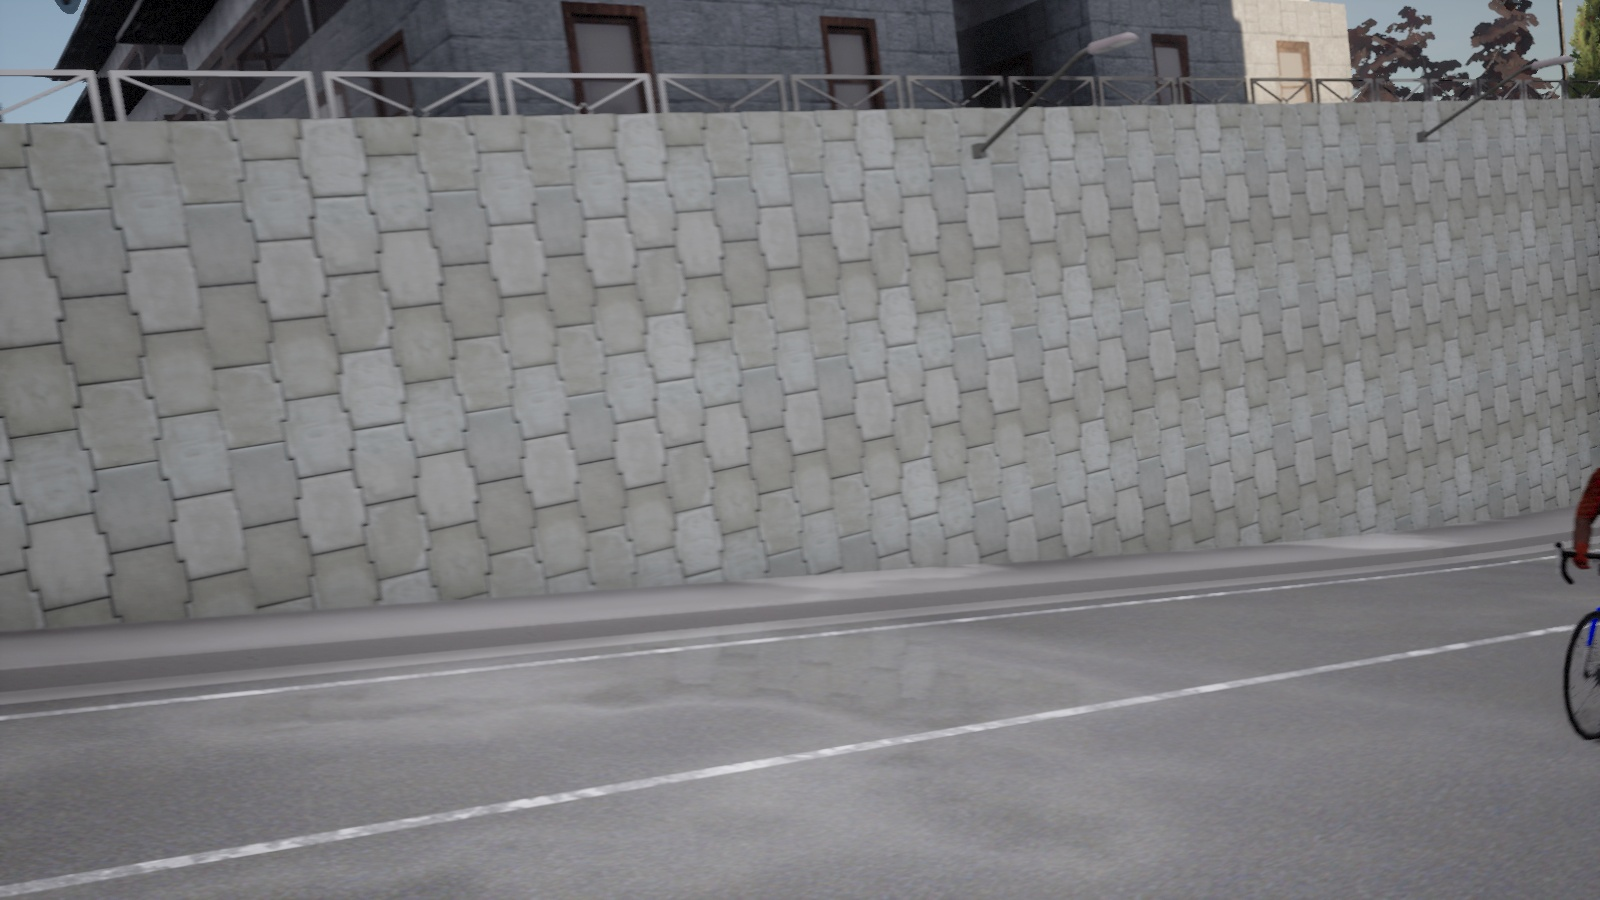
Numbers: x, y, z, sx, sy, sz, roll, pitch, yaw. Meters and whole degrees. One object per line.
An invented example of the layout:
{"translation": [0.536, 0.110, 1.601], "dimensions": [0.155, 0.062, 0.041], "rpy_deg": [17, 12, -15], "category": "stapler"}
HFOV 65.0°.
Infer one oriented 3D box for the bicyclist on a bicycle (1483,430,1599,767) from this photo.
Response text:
{"translation": [4.372, 0.705, 6.703], "dimensions": [1.656, 1.620, 0.582], "rpy_deg": [-1, 0, -35], "category": "bicyclist on a bicycle"}
